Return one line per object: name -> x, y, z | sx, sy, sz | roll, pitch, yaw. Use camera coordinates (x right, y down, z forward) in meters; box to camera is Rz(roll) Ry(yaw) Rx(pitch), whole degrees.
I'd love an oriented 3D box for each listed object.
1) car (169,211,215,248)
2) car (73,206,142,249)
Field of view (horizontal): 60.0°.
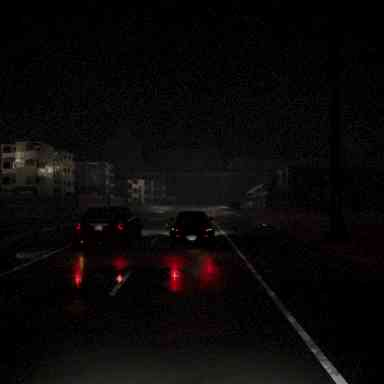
car -> 0.000, 1.543, 14.655 | 1.812, 1.442, 4.674 | 0, 0, 0
car -> -3.500, 1.376, 14.626 | 2.097, 1.767, 4.553 | 0, 0, 0
